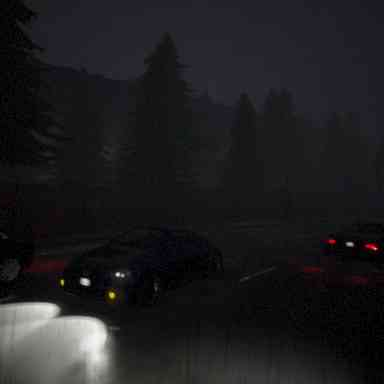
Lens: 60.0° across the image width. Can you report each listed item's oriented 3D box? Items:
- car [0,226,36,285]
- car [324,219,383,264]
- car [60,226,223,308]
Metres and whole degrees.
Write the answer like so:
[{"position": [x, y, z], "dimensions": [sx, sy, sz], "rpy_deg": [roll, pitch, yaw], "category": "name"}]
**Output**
[{"position": [-5.626, 1.389, 6.803], "dimensions": [1.837, 1.490, 4.892], "rpy_deg": [0, 0, 24], "category": "car"}, {"position": [6.787, 1.687, 11.657], "dimensions": [5.357, 1.411, 2.033], "rpy_deg": [1, 0, -38], "category": "car"}, {"position": [-0.944, 1.544, 7.993], "dimensions": [1.994, 1.385, 4.181], "rpy_deg": [1, 0, 33], "category": "car"}]
